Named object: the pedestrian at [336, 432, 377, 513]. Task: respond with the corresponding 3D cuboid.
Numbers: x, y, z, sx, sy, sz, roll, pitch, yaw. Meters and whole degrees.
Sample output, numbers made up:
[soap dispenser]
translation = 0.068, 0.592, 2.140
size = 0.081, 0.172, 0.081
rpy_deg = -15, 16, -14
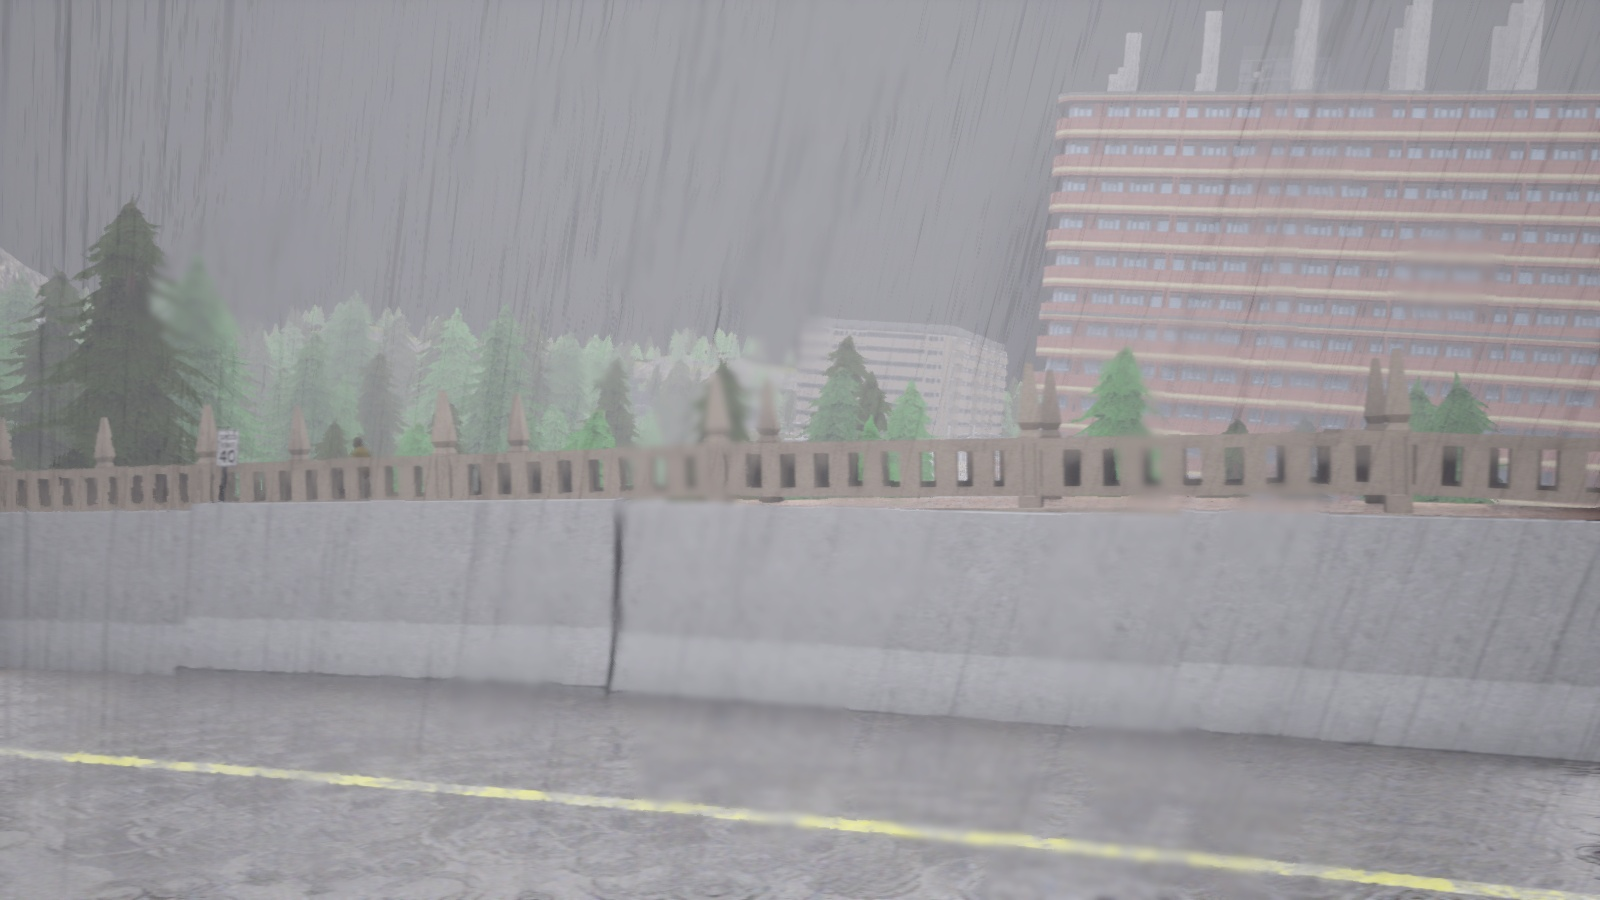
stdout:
[pedestrian]
translation = -10.484, 0.527, 29.663
size = 0.726, 1.835, 0.370
rpy_deg = 6, 3, 19
